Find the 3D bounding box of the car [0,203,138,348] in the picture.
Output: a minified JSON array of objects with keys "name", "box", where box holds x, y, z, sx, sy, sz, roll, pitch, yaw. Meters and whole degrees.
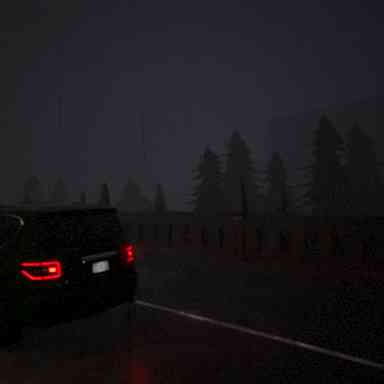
[{"name":"car","box":[-3.543,1.255,6.518,5.566,2.045,2.150,-1,-1,35]}]
